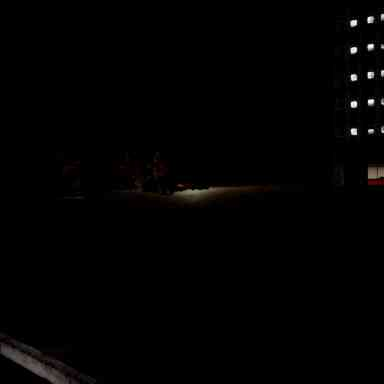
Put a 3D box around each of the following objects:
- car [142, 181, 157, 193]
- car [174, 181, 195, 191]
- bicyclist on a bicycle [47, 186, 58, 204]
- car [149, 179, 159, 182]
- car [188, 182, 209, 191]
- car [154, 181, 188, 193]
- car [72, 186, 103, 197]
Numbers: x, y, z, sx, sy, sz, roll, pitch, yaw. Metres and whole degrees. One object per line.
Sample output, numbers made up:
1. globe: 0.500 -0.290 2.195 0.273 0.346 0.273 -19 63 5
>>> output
1. car: -6.059 -0.584 55.445 2.033 1.411 5.357 0 2 30
2. car: -1.379 -1.201 63.769 2.097 1.767 4.553 0 2 29
3. bicyclist on a bicycle: -12.699 0.252 30.290 1.656 1.620 0.582 -1 2 33
4. car: -6.667 -1.442 60.985 2.150 2.045 5.566 0 2 30
5. car: 1.498 -0.965 62.255 1.895 1.301 4.718 0 2 29
6. car: -3.281 -0.592 53.757 2.033 1.411 5.357 0 2 30
7. car: -14.819 -0.085 47.383 1.812 1.442 4.674 0 3 31
